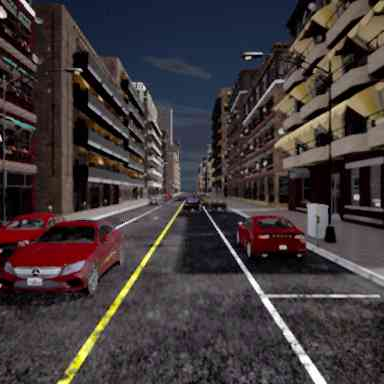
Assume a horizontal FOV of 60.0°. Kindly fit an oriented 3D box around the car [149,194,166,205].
[{"bbox_3d":[-5.673,1.307,51.532,2.008,1.369,4.403,0,0,0],"label":"car"}]

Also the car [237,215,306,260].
[{"bbox_3d":[2.695,1.488,12.073,1.887,1.381,4.507,0,0,0],"label":"car"}]

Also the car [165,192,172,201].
[{"bbox_3d":[-5.667,1.219,68.441,1.887,1.381,4.507,0,0,0],"label":"car"}]

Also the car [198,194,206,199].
[{"bbox_3d":[2.721,1.149,90.979,1.802,1.307,4.206,0,0,0],"label":"car"}]

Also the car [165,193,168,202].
[{"bbox_3d":[-5.671,1.280,57.169,2.008,1.369,4.403,0,0,0],"label":"car"}]

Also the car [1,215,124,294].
[{"bbox_3d":[-3.031,1.484,8.794,1.812,1.442,4.674,0,0,1],"label":"car"}]

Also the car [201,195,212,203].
[{"bbox_3d":[2.711,1.268,62.798,1.947,1.339,4.313,0,0,0],"label":"car"}]

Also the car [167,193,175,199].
[{"bbox_3d":[-5.660,1.093,90.815,1.752,1.417,4.829,0,0,0],"label":"car"}]

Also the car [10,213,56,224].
[{"bbox_3d":[-5.685,1.488,12.080,1.887,1.381,4.507,0,0,0],"label":"car"}]

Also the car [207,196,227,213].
[{"bbox_3d":[2.702,1.388,34.617,2.008,1.369,4.403,0,0,0],"label":"car"}]

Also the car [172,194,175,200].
[{"bbox_3d":[-5.663,0.936,79.713,2.192,1.841,5.009,0,0,0],"label":"car"}]

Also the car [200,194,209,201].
[{"bbox_3d":[2.715,1.230,74.071,1.802,1.307,4.206,0,0,0],"label":"car"}]

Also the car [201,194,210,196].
[{"bbox_3d":[2.710,1.254,57.332,1.752,1.417,4.829,0,0,0],"label":"car"}]

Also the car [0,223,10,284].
[{"bbox_3d":[-5.687,1.409,6.442,1.967,1.590,4.097,0,0,0],"label":"car"}]

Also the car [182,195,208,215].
[{"bbox_3d":[0.090,1.344,31.599,2.128,1.511,4.902,0,0,0],"label":"car"}]
